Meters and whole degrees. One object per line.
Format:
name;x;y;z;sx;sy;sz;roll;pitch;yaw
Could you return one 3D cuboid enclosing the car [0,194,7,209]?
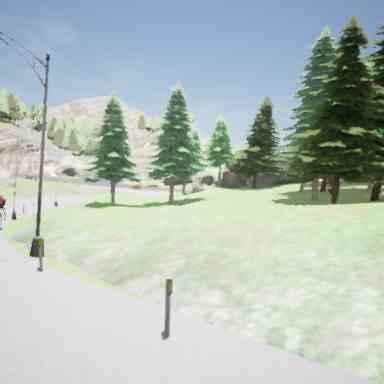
car;-22.207;0.886;36.385;2.150;2.045;5.566;4;0;-10
